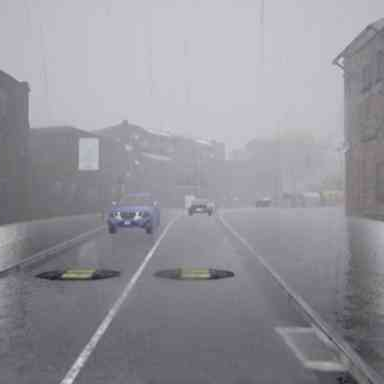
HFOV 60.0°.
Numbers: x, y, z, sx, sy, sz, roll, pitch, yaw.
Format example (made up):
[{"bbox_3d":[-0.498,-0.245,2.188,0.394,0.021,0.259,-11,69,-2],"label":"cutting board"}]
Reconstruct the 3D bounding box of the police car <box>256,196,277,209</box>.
[{"bbox_3d":[10.368,1.281,41.885,5.238,1.638,1.930,0,-1,-31],"label":"police car"}]

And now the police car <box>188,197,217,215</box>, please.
[{"bbox_3d":[1.013,1.207,29.337,2.038,1.542,4.974,0,1,10],"label":"police car"}]

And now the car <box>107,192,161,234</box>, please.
[{"bbox_3d":[-3.007,1.059,18.358,2.150,2.045,5.566,0,1,0],"label":"car"}]

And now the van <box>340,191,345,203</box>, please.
[{"bbox_3d":[23.990,0.816,53.573,1.878,1.987,4.442,-3,-1,-12],"label":"van"}]
